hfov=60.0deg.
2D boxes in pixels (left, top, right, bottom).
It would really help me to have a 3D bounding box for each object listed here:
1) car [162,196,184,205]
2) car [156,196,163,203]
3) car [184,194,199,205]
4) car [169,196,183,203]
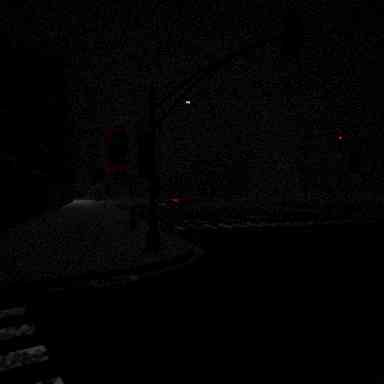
[{"bbox_3d":[-3.442,1.605,59.752,1.837,1.490,4.892,0,0,-17],"label":"car"},{"bbox_3d":[-6.512,1.537,69.667,1.837,1.490,4.892,0,0,-17],"label":"car"},{"bbox_3d":[-0.348,1.304,60.742,2.150,2.045,5.566,0,0,-17],"label":"car"},{"bbox_3d":[-3.415,1.615,70.657,1.895,1.301,4.718,0,0,-17],"label":"car"}]
